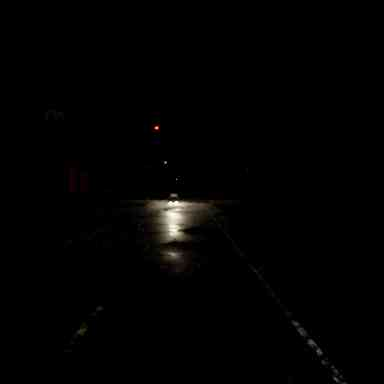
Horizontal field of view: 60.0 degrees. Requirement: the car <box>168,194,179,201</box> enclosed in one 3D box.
[{"bbox_3d":[-3.536,1.056,64.529,2.128,1.511,4.902,0,1,0],"label":"car"}]
